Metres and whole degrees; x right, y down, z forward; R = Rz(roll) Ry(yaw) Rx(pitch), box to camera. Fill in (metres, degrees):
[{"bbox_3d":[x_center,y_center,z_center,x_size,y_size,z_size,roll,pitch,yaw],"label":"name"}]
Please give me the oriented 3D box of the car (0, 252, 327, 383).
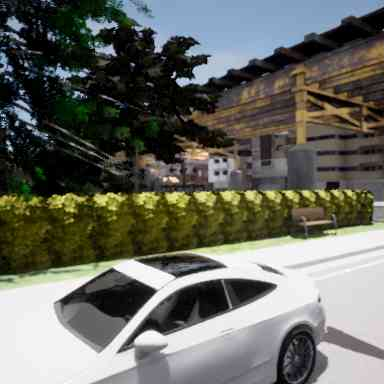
[{"bbox_3d":[-0.386,1.503,3.679,4.674,1.442,1.812,-1,1,-35],"label":"car"}]
